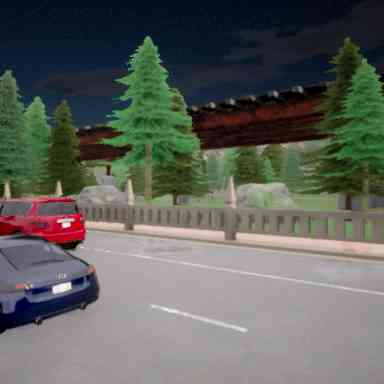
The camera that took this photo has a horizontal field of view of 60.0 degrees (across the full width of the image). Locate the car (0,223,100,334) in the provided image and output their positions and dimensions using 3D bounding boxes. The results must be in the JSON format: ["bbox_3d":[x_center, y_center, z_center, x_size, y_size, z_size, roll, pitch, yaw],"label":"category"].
[{"bbox_3d":[-3.794,1.564,6.700,4.181,1.385,1.994,0,0,36],"label":"car"}]

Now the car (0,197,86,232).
[{"bbox_3d":[-6.494,1.222,12.903,5.566,2.045,2.150,0,0,35],"label":"car"}]
